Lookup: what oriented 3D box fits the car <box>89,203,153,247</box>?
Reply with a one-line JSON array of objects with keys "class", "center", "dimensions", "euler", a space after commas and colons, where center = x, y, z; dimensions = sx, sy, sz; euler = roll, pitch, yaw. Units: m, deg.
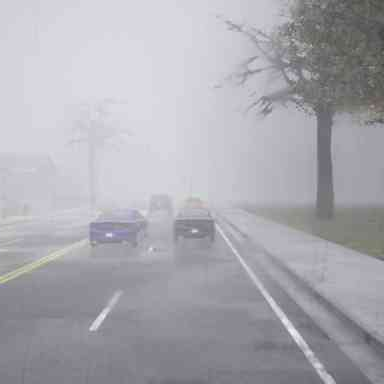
[{"class": "car", "center": [-3.143, 1.480, 15.106], "dimensions": [1.882, 1.535, 5.008], "euler": [0, 0, 0]}]

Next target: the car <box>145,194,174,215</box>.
[{"class": "car", "center": [-3.138, 1.223, 34.575], "dimensions": [2.150, 2.045, 5.566], "euler": [0, 0, 0]}]

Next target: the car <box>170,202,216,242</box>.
[{"class": "car", "center": [0.108, 1.480, 16.451], "dimensions": [1.882, 1.535, 5.008], "euler": [0, 0, 0]}]

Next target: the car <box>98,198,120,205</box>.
[{"class": "car", "center": [-9.826, 1.507, 39.438], "dimensions": [1.837, 1.490, 4.892], "euler": [0, 0, 0]}]

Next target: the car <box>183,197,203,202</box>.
[{"class": "car", "center": [0.114, 1.353, 34.805], "dimensions": [2.097, 1.767, 4.553], "euler": [0, 0, 0]}]

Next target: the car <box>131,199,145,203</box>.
[{"class": "car", "center": [-6.572, 1.564, 41.269], "dimensions": [1.994, 1.385, 4.181], "euler": [0, 0, 0]}]
